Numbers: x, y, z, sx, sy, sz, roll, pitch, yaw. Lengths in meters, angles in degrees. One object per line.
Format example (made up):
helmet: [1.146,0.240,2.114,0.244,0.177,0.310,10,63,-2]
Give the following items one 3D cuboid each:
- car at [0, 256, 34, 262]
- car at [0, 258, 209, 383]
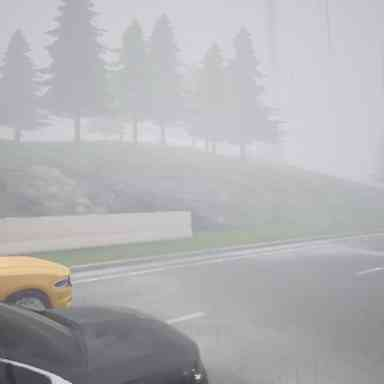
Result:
car: [-4.390,1.467,4.893,5.008,1.535,1.882,0,0,-36]
car: [-2.096,1.499,2.233,4.892,1.490,1.837,0,0,-36]
